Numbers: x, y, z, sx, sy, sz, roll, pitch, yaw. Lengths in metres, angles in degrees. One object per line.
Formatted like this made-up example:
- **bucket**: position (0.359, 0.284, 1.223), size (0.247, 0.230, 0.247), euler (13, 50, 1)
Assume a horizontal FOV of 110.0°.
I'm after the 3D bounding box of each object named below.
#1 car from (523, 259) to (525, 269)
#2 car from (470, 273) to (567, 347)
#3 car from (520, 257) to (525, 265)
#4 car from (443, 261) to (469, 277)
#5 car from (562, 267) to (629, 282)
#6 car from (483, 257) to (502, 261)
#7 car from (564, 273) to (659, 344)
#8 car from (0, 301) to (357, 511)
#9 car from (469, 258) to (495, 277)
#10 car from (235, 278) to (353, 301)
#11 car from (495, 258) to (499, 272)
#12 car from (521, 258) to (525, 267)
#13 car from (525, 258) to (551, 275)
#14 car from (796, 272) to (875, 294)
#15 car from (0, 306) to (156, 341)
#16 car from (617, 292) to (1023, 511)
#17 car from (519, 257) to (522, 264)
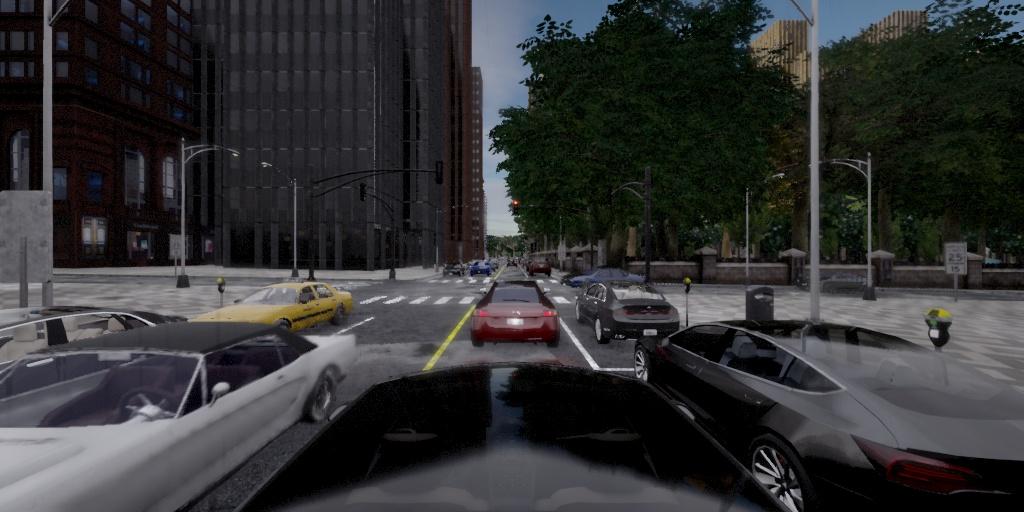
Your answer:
- **car**: position (2.761, 1.340, 46.926), size (1.948, 1.339, 4.313), euler (0, 0, 0)
- **car**: position (0.081, 1.314, 9.344), size (1.994, 1.385, 4.181), euler (0, 0, 0)
- **car**: position (2.760, 1.337, 57.839), size (2.007, 1.370, 4.403), euler (0, 0, 0)
- **car**: position (-5.764, 1.328, 36.004), size (1.948, 1.339, 4.313), euler (0, 0, 0)
- **car**: position (5.865, 1.440, 23.062), size (5.357, 1.411, 2.033), euler (1, 0, -14)
- **car**: position (-3.086, 1.277, 56.630), size (2.128, 1.511, 4.902), euler (0, 0, 0)
- **car**: position (2.763, 1.301, 9.349), size (2.007, 1.370, 4.403), euler (0, 0, 0)
- **car**: position (-3.150, 1.351, 2.977), size (1.895, 1.301, 4.718), euler (0, 0, -1)
- **car**: position (-3.093, 1.240, 36.619), size (1.882, 1.535, 5.008), euler (0, 0, 0)
- **car**: position (-5.763, 1.276, 9.170), size (1.751, 1.417, 4.829), euler (0, 0, 0)
- **car**: position (-3.093, 1.338, 46.584), size (1.994, 1.385, 4.181), euler (0, 0, 0)
- **car**: position (2.760, 1.331, 52.383), size (2.007, 1.370, 4.403), euler (0, 0, 0)
- **car**: position (2.761, 1.077, 36.014), size (2.192, 1.841, 5.009), euler (0, 0, 0)
- **car**: position (21.733, 1.783, 24.192), size (4.181, 1.385, 1.994), euler (1, 0, 0)
- **car**: position (-5.762, 1.300, 3.827), size (2.007, 1.370, 4.403), euler (0, 0, 0)
- **car**: position (2.763, 1.316, 3.836), size (1.948, 1.339, 4.313), euler (0, 0, 0)
- **car**: position (2.760, 1.233, 63.296), size (1.967, 1.591, 4.097), euler (0, 0, 0)
